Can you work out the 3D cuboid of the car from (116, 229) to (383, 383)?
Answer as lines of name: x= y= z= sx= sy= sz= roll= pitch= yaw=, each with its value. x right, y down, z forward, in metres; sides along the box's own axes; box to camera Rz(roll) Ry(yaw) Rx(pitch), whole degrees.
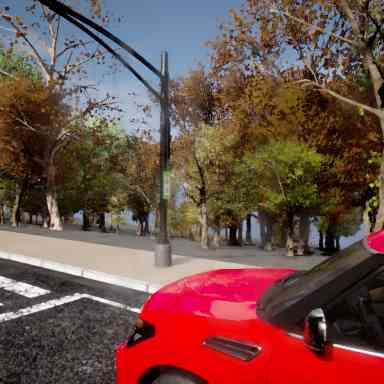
car: x=1.984 y=1.222 z=2.298 sx=5.566 sy=2.045 sz=2.150 roll=0 pitch=0 yaw=34
